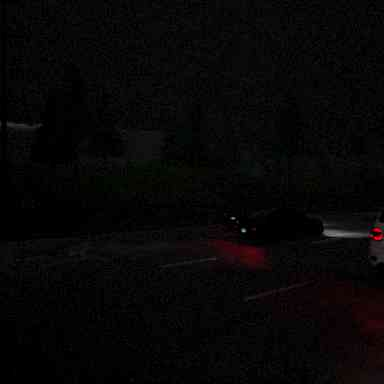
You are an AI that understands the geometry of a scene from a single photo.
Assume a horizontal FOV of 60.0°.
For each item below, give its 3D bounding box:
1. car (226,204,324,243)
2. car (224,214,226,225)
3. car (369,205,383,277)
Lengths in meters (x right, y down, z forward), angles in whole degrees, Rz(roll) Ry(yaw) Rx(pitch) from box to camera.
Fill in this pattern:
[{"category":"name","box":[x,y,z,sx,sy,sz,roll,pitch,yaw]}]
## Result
[{"category":"car","box":[4.037,1.392,15.186,4.674,1.442,1.812,-1,1,-35]},{"category":"car","box":[3.864,1.399,19.353,4.181,1.385,1.994,0,1,-35]},{"category":"car","box":[6.775,1.127,8.547,5.566,2.045,2.150,0,0,-35]}]
